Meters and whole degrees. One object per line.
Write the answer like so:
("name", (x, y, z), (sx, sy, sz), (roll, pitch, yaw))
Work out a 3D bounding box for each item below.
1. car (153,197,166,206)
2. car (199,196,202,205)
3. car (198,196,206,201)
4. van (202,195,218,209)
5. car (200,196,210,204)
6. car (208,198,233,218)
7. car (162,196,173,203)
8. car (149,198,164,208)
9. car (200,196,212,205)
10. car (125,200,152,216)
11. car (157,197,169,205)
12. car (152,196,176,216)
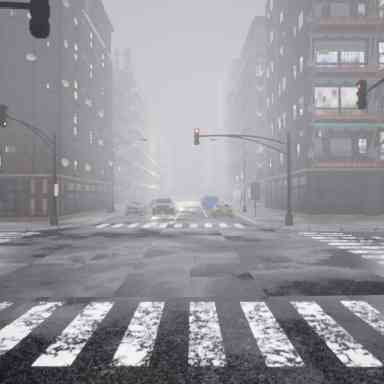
("car", (-5.306, 1.563, 55.126), (1.752, 1.417, 4.829), (1, 0, 0))
("car", (2.576, 1.346, 49.697), (2.192, 1.841, 5.009), (1, 0, 0))
("car", (2.573, 1.627, 83.634), (1.887, 1.381, 4.507), (1, 0, 0))
("van", (2.609, 1.366, 44.044), (1.690, 1.788, 3.998), (1, 0, 0))
("car", (2.573, 1.604, 66.666), (2.008, 1.369, 4.403), (1, 0, 0))
("car", (2.704, 1.537, 30.210), (1.752, 1.417, 4.829), (1, 0, 0))
("car", (-5.307, 1.612, 72.270), (2.008, 1.369, 4.403), (1, 0, 0))
("car", (-5.307, 1.613, 49.638), (1.802, 1.307, 4.206), (1, 0, 0))
("car", (2.575, 1.485, 61.009), (1.967, 1.590, 4.097), (1, 0, 0))
("car", (-5.435, 1.565, 32.665), (2.008, 1.369, 4.403), (1, 0, 0))
("car", (-5.307, 1.627, 60.954), (1.802, 1.307, 4.206), (1, 0, 0))
("car", (-2.750, 1.362, 33.085), (2.097, 1.767, 4.553), (0, 0, 0))
